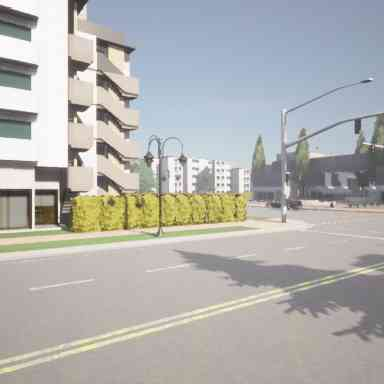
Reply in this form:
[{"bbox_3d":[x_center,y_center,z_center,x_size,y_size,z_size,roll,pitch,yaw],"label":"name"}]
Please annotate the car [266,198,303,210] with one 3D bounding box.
[{"bbox_3d":[11.613,1.505,42.160,1.837,1.490,4.892,0,0,-37],"label":"car"}]
